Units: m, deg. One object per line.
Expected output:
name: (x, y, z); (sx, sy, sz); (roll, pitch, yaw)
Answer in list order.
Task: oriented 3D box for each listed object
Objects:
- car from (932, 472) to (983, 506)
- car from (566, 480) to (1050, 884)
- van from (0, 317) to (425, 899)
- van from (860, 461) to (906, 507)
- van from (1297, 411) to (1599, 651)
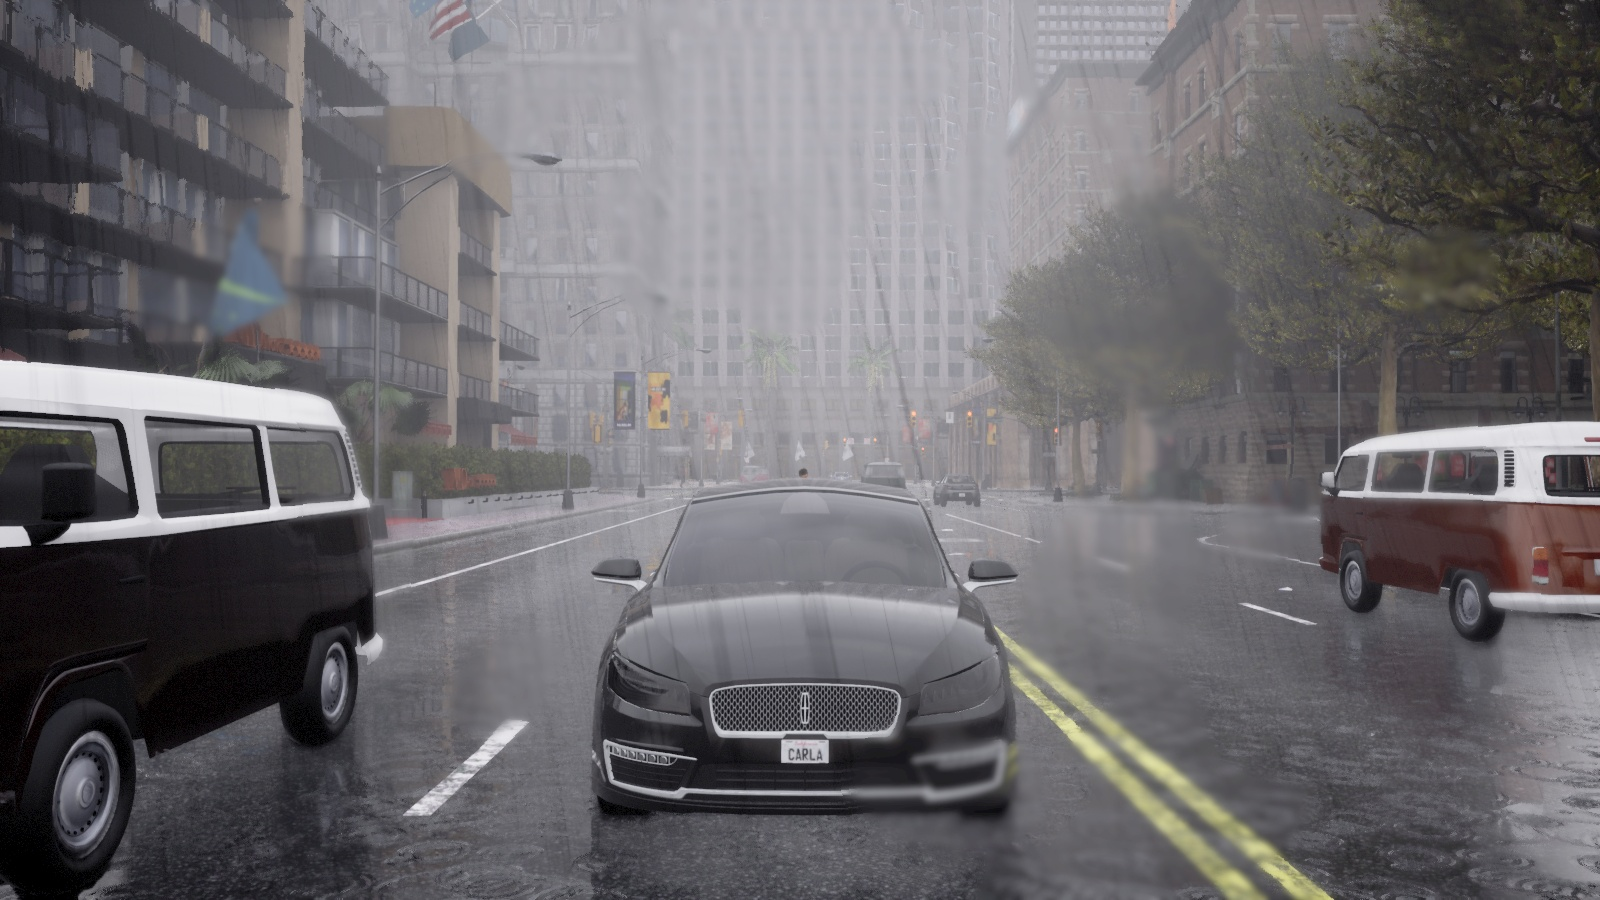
car: (7.152, 1.760, 57.314); (1.816, 1.474, 4.193); (0, -1, 0)
car: (0.033, 0.940, 7.223); (1.837, 1.490, 4.892); (0, -1, 0)
van: (-3.470, 0.650, 5.862); (2.069, 2.038, 4.480); (0, -1, 0)
van: (3.647, 1.485, 55.697); (1.775, 1.987, 4.442); (0, -1, 0)
van: (7.046, 0.726, 12.933); (2.069, 2.038, 4.480); (0, -1, 0)
